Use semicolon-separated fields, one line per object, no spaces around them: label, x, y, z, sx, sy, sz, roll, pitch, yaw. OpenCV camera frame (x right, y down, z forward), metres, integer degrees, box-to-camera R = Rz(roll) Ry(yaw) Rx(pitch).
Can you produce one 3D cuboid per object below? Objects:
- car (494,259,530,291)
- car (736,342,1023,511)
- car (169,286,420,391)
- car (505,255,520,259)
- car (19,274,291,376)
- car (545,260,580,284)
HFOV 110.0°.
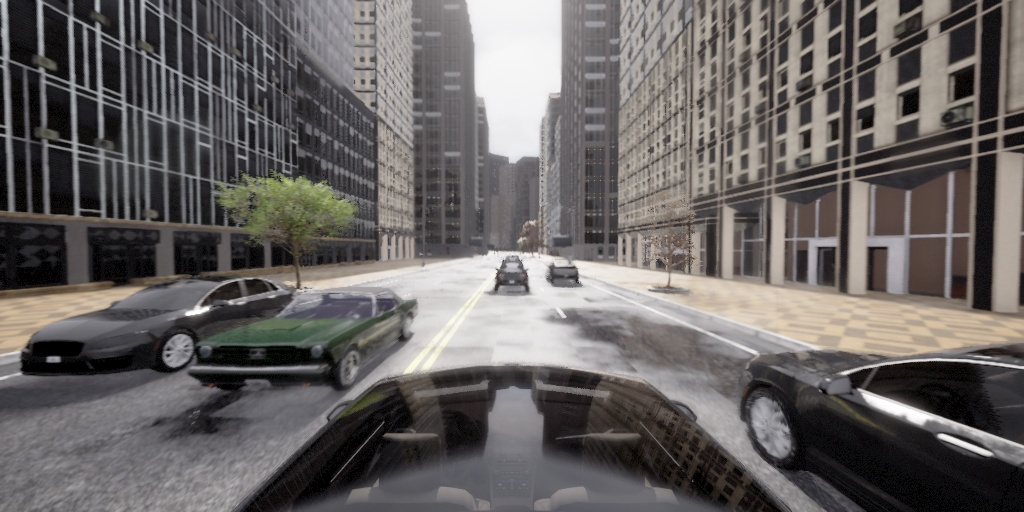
car;0.009;1.071;19.821;1.812;1.442;4.674;0;1;0
car;3.350;1.253;1.927;1.837;1.490;4.892;0;1;0
car;-3.252;1.294;6.790;1.895;1.301;4.718;0;1;0
car;0.066;0.699;36.635;2.097;1.767;4.553;0;1;0
car;-6.502;1.189;7.511;1.837;1.490;4.892;0;1;0
car;3.313;0.987;24.219;2.128;1.511;4.902;0;1;0
